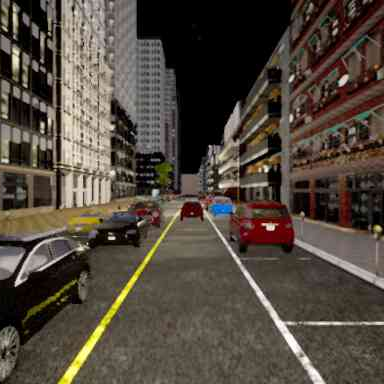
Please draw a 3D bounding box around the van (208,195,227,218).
[{"bbox_3d":[2.681,1.352,30.397,1.690,1.788,3.998,0,0,0],"label":"van"}]

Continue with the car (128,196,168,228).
[{"bbox_3d":[-3.006,1.358,22.173,2.097,1.767,4.553,0,0,0],"label":"car"}]

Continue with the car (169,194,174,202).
[{"bbox_3d":[-5.709,1.625,74.802,1.802,1.307,4.206,0,0,0],"label":"car"}]

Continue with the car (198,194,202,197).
[{"bbox_3d":[2.667,1.376,91.458,2.192,1.841,5.009,0,0,0],"label":"car"}]

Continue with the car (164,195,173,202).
[{"bbox_3d":[-5.711,1.489,80.353,1.967,1.590,4.097,0,0,0],"label":"car"}]

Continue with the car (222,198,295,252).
[{"bbox_3d":[2.685,1.319,13.745,2.192,1.841,5.009,0,0,0],"label":"car"}]

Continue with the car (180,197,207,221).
[{"bbox_3d":[0.010,1.487,27.731,1.882,1.535,5.008,0,0,0],"label":"car"}]

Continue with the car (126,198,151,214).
[{"bbox_3d":[-5.701,1.453,35.945,1.967,1.590,4.097,0,0,0],"label":"car"}]

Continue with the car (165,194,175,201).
[{"bbox_3d":[-5.712,1.370,85.904,2.192,1.841,5.009,0,0,0],"label":"car"}]

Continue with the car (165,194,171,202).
[{"bbox_3d":[-5.707,1.584,63.699,2.008,1.369,4.403,0,0,0],"label":"car"}]

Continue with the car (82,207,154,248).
[{"bbox_3d":[-3.048,1.568,14.645,1.994,1.385,4.181,0,0,0],"label":"car"}]

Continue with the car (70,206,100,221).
[{"bbox_3d":[-5.697,1.531,19.122,1.752,1.417,4.829,0,0,0],"label":"car"}]

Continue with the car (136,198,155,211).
[{"bbox_3d":[-5.702,1.542,41.326,1.752,1.417,4.829,0,0,0],"label":"car"}]

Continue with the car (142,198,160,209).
[{"bbox_3d":[-5.703,1.571,47.047,2.008,1.369,4.403,0,0,0],"label":"car"}]

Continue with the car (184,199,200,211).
[{"bbox_3d":[0.047,1.619,42.842,1.895,1.301,4.718,0,0,0],"label":"car"}]

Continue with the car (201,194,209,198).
[{"bbox_3d":[2.678,1.332,41.499,2.192,1.841,5.009,0,0,0],"label":"car"}]

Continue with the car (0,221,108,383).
[{"bbox_3d":[-3.091,1.493,5.392,2.128,1.511,4.902,0,0,0],"label":"car"}]
